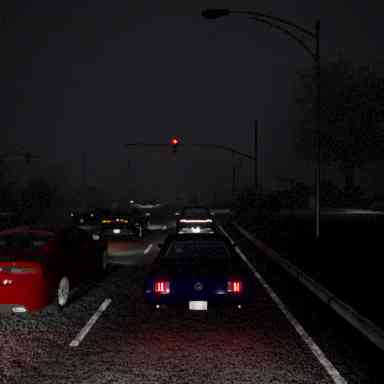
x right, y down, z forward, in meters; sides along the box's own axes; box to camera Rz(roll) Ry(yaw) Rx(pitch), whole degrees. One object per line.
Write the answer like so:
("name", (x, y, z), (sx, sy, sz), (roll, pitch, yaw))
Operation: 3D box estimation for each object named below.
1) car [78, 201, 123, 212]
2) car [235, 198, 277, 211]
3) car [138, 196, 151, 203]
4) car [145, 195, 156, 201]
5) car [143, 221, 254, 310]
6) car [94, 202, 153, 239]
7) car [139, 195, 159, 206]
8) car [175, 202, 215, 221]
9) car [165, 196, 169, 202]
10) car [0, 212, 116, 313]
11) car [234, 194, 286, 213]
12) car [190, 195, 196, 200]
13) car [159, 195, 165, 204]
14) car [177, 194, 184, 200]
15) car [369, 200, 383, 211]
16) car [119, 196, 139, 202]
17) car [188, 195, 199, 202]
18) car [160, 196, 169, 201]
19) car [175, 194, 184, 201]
("car", (-6.925, 1.601, 24.171), (1.895, 1.301, 4.718), (0, 0, 10))
("car", (7.644, 1.505, 40.295), (4.892, 1.490, 1.837), (0, 0, 8))
("car", (-10.322, 1.540, 72.520), (2.033, 1.411, 5.357), (0, 0, 0))
("car", (-10.295, 1.540, 82.824), (2.033, 1.411, 5.357), (0, 0, 0))
("car", (0.119, 1.601, 7.761), (1.895, 1.301, 4.718), (0, 0, 0))
("car", (-3.358, 1.505, 17.286), (1.837, 1.490, 4.892), (0, 0, 0))
("car", (-6.956, 1.564, 54.686), (1.994, 1.385, 4.181), (0, 0, -1))
("car", (0.151, 1.491, 17.023), (2.128, 1.511, 4.902), (0, 0, -1))
("car", (-6.821, 1.478, 73.208), (1.882, 1.535, 5.008), (0, 0, 0))
("car", (-3.382, 1.478, 7.788), (1.882, 1.535, 5.008), (0, 0, 0))
("car", (7.458, 1.221, 36.501), (5.566, 2.045, 2.150), (0, 0, 3))
("car", (0.263, 1.500, 93.503), (1.837, 1.490, 4.892), (0, 0, 0))
("car", (-6.890, 1.601, 63.447), (1.895, 1.301, 4.718), (0, 0, 1))
("car", (-3.222, 1.328, 95.054), (1.882, 1.535, 5.008), (0, 0, 1))
("car", (23.357, 1.517, 39.095), (4.674, 1.442, 1.812), (0, 0, 3))
("car", (-10.484, 1.491, 53.168), (2.128, 1.511, 4.902), (0, 0, 1))
("car", (0.211, 1.491, 57.970), (2.128, 1.511, 4.902), (0, 0, 1))
("car", (-6.794, 1.595, 83.191), (1.895, 1.301, 4.718), (0, 0, 0))
("car", (-3.289, 1.532, 84.646), (2.033, 1.411, 5.357), (0, 0, 0))
